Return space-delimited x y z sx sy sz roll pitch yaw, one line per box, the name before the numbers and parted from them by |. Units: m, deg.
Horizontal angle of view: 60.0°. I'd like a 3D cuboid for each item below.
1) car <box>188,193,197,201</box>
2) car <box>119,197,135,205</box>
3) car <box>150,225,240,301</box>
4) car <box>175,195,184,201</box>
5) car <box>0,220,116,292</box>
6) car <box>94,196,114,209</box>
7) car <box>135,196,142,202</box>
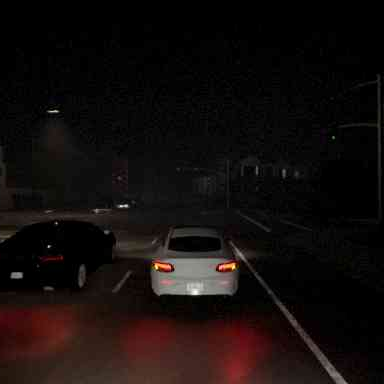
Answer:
car | 0.022 1.377 89.352 2.150 2.045 5.566 0 -1 0
car | -13.983 1.822 69.508 2.128 1.511 4.902 0 1 0
car | 0.069 1.536 8.224 1.812 1.442 4.674 0 0 0
car | -3.478 1.676 89.317 2.128 1.511 4.902 0 -1 0
car | -3.427 1.494 9.011 1.882 1.535 5.008 0 0 0
car | -14.087 1.634 53.833 2.150 2.045 5.566 0 0 -1
car | -13.979 1.683 85.246 2.033 1.411 5.357 0 0 0
